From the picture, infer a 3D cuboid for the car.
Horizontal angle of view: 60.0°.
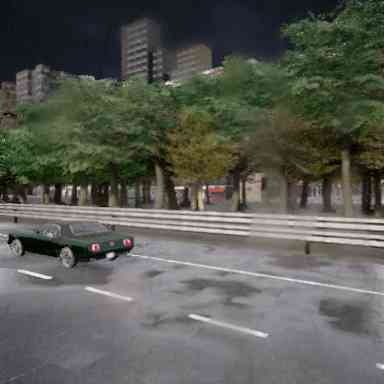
[{"bbox_3d":[-4.233,1.600,11.193,4.718,1.301,1.895,0,0,36],"label":"car"}]
